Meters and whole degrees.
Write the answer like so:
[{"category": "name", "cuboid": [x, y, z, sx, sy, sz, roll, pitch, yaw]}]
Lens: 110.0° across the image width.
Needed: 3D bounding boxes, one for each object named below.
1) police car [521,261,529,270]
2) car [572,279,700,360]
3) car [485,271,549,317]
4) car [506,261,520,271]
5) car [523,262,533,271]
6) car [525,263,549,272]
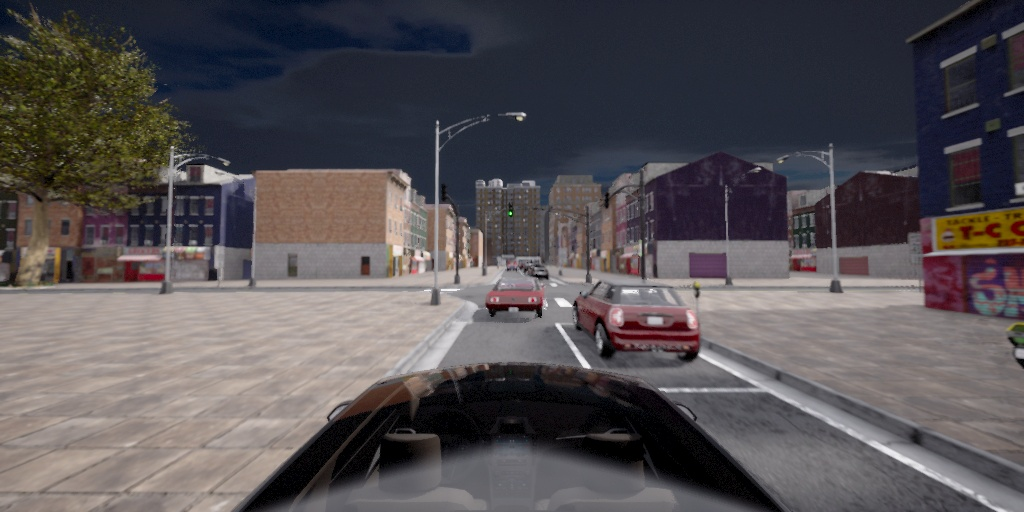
[{"category": "police car", "cuboid": [2.741, 1.738, 55.169, 1.930, 1.638, 5.238, 0, -1, 0]}, {"category": "car", "cuboid": [2.638, 1.242, 8.588, 1.967, 1.591, 4.097, 0, 0, 0]}, {"category": "car", "cuboid": [0.314, 1.439, 13.630, 1.895, 1.301, 4.718, 0, 0, 7]}, {"category": "car", "cuboid": [0.023, 2.043, 63.845, 1.895, 1.301, 4.718, 0, -1, 1]}, {"category": "car", "cuboid": [2.633, 1.683, 40.767, 1.948, 1.339, 4.313, 0, 0, 0]}, {"category": "car", "cuboid": [2.634, 1.618, 35.332, 1.948, 1.339, 4.313, 0, 0, 0]}]
